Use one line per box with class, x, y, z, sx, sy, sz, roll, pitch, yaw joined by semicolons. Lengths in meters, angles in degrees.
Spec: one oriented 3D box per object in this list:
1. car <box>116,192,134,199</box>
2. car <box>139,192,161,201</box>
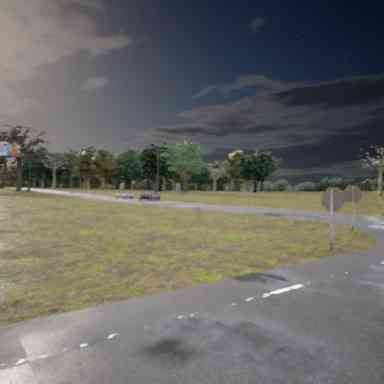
car;-12.749;0.600;62.955;1.895;1.301;4.718;1;1;-35
car;-6.943;0.687;54.774;2.128;1.511;4.902;1;0;-35
